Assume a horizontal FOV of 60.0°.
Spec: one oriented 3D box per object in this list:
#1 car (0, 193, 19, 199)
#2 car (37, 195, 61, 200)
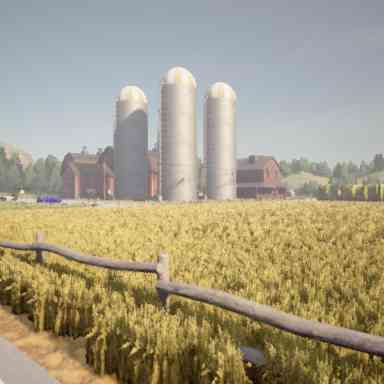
[{"bbox_3d":[-45.509,1.310,83.171,1.905,1.878,3.866,0,0,45],"label":"car"},{"bbox_3d":[-28.327,1.477,66.121,2.242,1.667,4.611,0,0,45],"label":"car"}]
